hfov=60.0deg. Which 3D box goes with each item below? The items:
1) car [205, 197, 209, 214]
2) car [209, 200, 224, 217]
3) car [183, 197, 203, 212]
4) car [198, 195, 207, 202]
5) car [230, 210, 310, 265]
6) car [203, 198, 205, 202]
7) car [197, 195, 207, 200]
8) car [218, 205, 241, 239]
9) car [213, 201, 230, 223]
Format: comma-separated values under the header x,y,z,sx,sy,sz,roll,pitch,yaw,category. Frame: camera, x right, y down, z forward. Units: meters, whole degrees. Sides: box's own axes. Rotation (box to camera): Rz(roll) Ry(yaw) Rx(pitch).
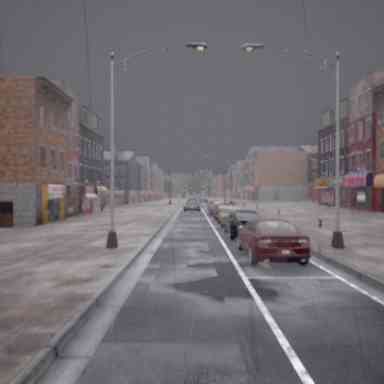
x,y,z,sx,sy,sz,roll,pitch,yaw,category
2.624,1.488,33.409,1.967,1.590,4.097,0,0,0,car
2.626,1.617,27.943,1.802,1.307,4.206,0,0,0,car
-0.011,1.628,38.976,1.994,1.385,4.181,0,0,0,car
2.605,1.625,87.024,2.192,1.841,5.009,-1,0,0,car
2.632,1.552,11.542,1.887,1.381,4.507,0,0,0,car
2.623,1.646,38.876,1.802,1.307,4.206,0,0,0,car
2.609,1.682,76.219,1.967,1.590,4.097,-1,0,0,car
2.630,1.581,17.008,1.947,1.339,4.313,0,0,0,car
2.628,1.550,22.646,1.752,1.417,4.829,0,0,0,car
